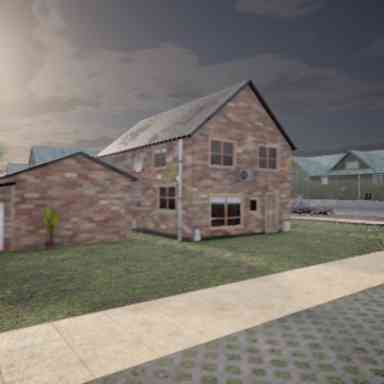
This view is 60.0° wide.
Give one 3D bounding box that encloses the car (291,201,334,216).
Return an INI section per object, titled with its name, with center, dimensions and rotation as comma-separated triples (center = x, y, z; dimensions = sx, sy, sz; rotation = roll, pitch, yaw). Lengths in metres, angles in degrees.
[car]
center = 11.386, 1.651, 33.366
dimensions = 2.033, 1.411, 5.357
rotation = 1, -1, -35
